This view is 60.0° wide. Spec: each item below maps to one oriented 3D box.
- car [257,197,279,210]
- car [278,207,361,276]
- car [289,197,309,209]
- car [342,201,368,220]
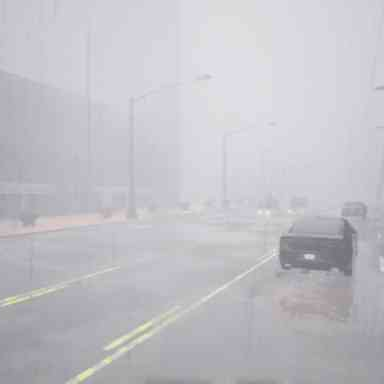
[{"bbox_3d":[9.987,1.465,43.414,2.128,1.511,4.902,-1,0,29],"label":"car"},{"bbox_3d":[4.184,1.487,10.655,1.882,1.535,5.008,-1,0,29],"label":"car"},{"bbox_3d":[13.917,1.435,43.268,1.837,1.490,4.892,-1,-1,29],"label":"car"},{"bbox_3d":[13.372,1.466,27.446,2.033,1.411,5.357,-1,0,29],"label":"car"}]
